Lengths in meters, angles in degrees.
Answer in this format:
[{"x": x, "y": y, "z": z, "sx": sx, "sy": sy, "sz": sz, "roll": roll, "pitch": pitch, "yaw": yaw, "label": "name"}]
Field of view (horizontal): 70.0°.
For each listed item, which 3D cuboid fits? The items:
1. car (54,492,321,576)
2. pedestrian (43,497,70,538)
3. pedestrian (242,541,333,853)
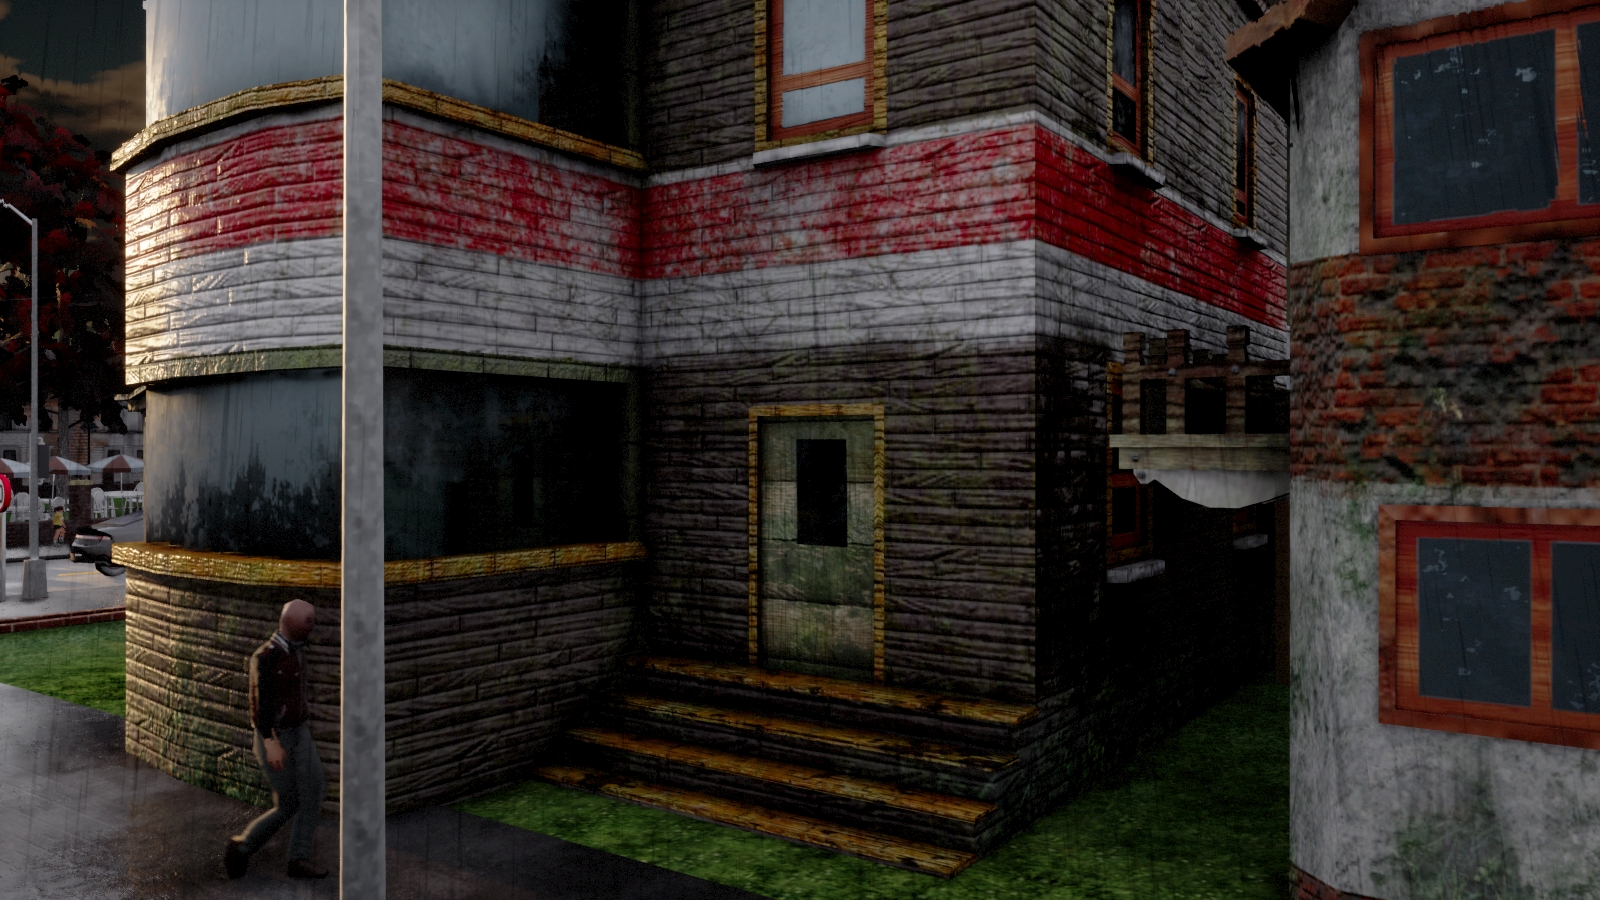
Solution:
[{"x": -13.748, "y": 1.817, "z": 25.958, "sx": 2.128, "sy": 1.511, "sz": 4.902, "roll": 0, "pitch": 0, "yaw": 34, "label": "car"}, {"x": -20.874, "y": 1.882, "z": 32.069, "sx": 0.500, "sy": 1.100, "sz": 0.500, "roll": 0, "pitch": 0, "yaw": 36, "label": "pedestrian"}, {"x": -3.215, "y": 1.523, "z": 7.182, "sx": 0.375, "sy": 1.860, "sz": 0.375, "roll": 0, "pitch": 0, "yaw": 11, "label": "pedestrian"}]
